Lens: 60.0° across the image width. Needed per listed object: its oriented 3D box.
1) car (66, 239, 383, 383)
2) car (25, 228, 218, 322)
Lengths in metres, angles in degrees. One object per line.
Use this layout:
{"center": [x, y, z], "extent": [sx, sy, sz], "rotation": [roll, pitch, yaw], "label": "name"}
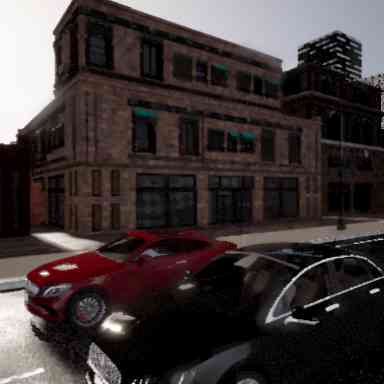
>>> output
{"center": [1.117, 1.511, 4.478], "extent": [4.892, 1.490, 1.837], "rotation": [0, 0, -35], "label": "car"}
{"center": [-0.920, 1.532, 7.017], "extent": [4.674, 1.442, 1.812], "rotation": [0, 0, -35], "label": "car"}
